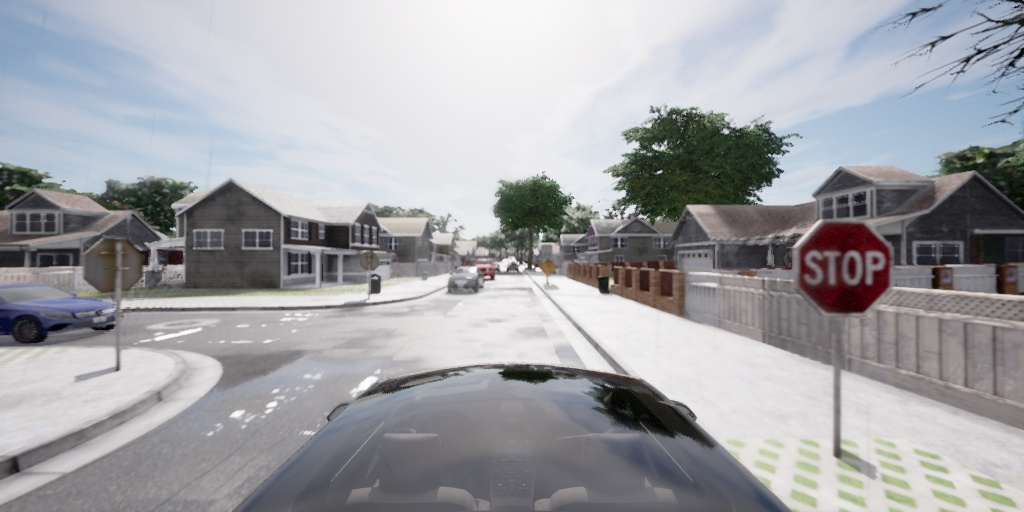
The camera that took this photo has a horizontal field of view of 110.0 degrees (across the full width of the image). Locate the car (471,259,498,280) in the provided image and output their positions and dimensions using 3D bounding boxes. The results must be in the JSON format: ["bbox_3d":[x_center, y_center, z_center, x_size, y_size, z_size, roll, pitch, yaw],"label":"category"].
[{"bbox_3d":[-2.826,1.300,36.096,2.150,2.045,5.566,0,-1,-2],"label":"car"}]

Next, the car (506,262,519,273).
[{"bbox_3d":[0.103,1.754,54.562,1.812,1.442,4.674,0,0,0],"label":"car"}]

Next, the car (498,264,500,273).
[{"bbox_3d":[-2.735,1.777,54.696,2.033,1.411,5.357,0,0,1],"label":"car"}]

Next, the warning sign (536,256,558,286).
[{"bbox_3d":[2.541,1.096,25.087,1.300,1.860,1.060,0,0,0],"label":"warning sign"}]

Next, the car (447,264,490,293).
[{"bbox_3d":[-2.870,1.453,23.042,2.128,1.511,4.902,0,-1,2],"label":"car"}]

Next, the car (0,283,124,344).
[{"bbox_3d":[-13.377,1.459,9.603,4.674,1.442,1.812,0,0,0],"label":"car"}]
